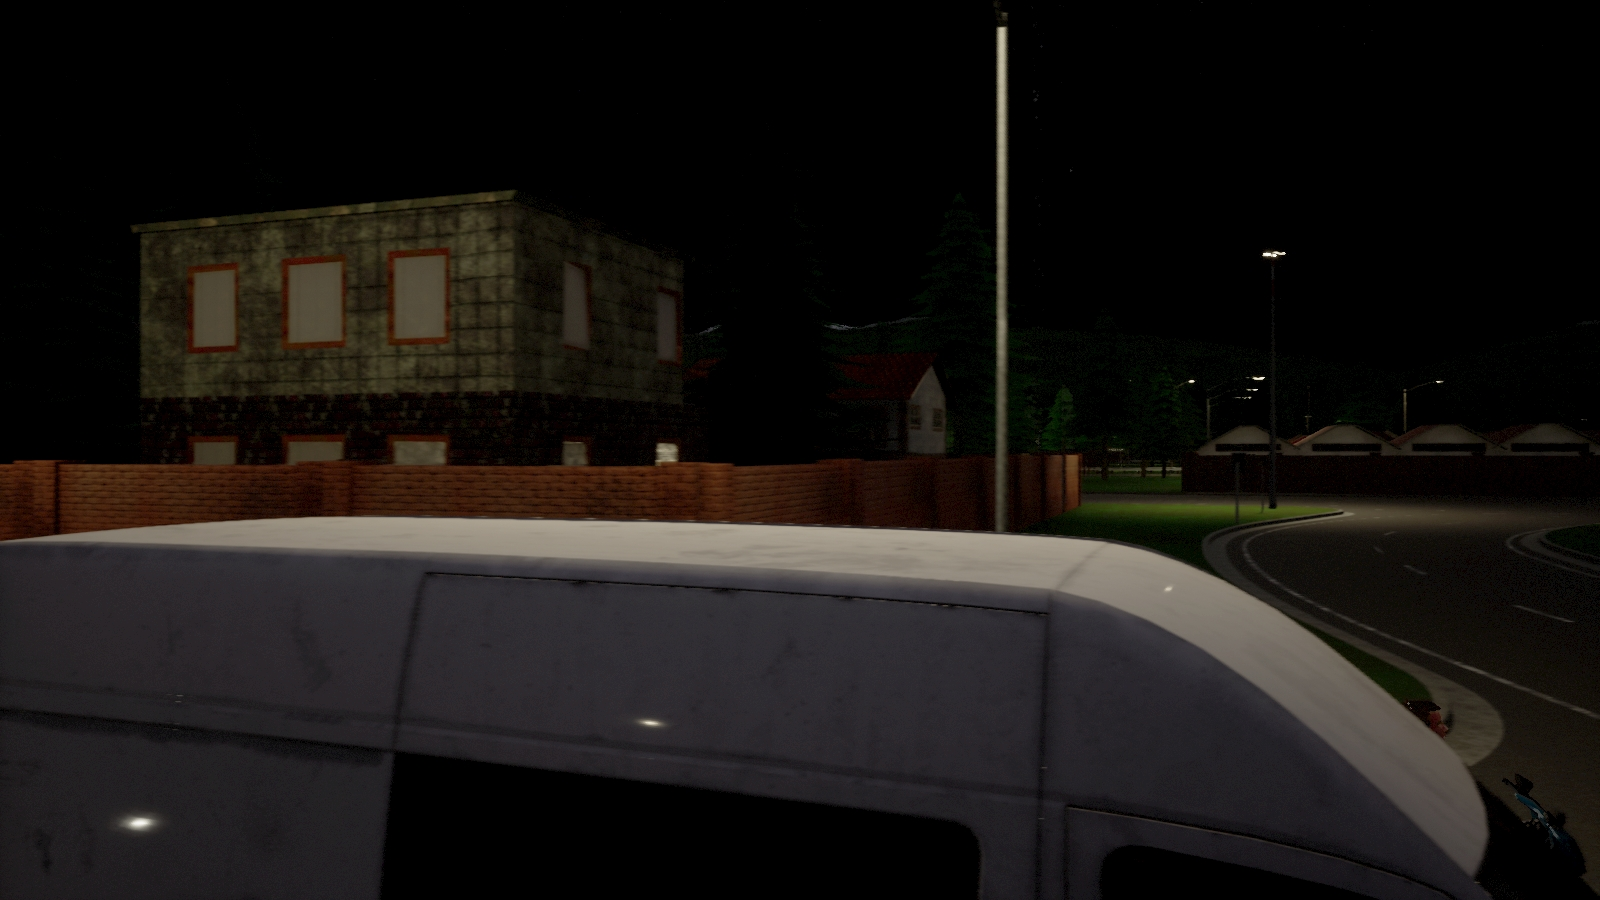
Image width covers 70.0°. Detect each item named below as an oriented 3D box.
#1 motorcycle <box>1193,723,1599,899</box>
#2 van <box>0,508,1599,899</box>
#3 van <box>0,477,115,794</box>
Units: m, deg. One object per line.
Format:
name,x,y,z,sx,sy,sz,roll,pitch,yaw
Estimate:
motorcycle,3.110,2.186,5.890,2.033,1.199,0.803,0,0,20
van,0.265,1.535,3.201,5.915,2.561,1.988,0,0,20
van,-9.308,1.536,10.397,5.915,2.561,1.988,0,0,20
